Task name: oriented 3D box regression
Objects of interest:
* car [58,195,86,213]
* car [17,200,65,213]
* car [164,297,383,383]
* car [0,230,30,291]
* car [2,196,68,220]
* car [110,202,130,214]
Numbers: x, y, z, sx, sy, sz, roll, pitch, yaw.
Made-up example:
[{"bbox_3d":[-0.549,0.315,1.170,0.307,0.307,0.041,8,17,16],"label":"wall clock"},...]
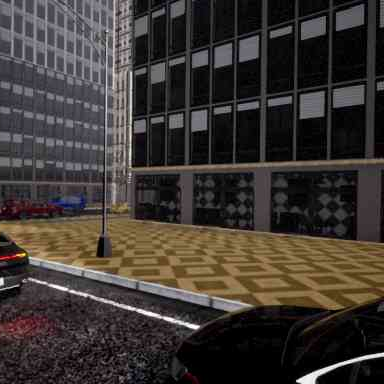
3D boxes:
[{"bbox_3d":[-14.956,1.391,38.262,2.150,2.045,5.566,1,0,37],"label":"car"},{"bbox_3d":[-17.617,1.643,39.047,1.752,1.417,4.829,1,0,37],"label":"car"},{"bbox_3d":[1.994,1.505,2.252,4.892,1.490,1.837,0,0,36],"label":"car"},{"bbox_3d":[-5.722,1.500,7.796,4.892,1.490,1.837,0,0,36],"label":"car"},{"bbox_3d":[-14.154,1.519,29.660,2.192,1.841,5.009,1,0,37],"label":"car"},{"bbox_3d":[-7.323,1.830,38.847,1.752,1.417,4.829,1,0,37],"label":"car"}]
